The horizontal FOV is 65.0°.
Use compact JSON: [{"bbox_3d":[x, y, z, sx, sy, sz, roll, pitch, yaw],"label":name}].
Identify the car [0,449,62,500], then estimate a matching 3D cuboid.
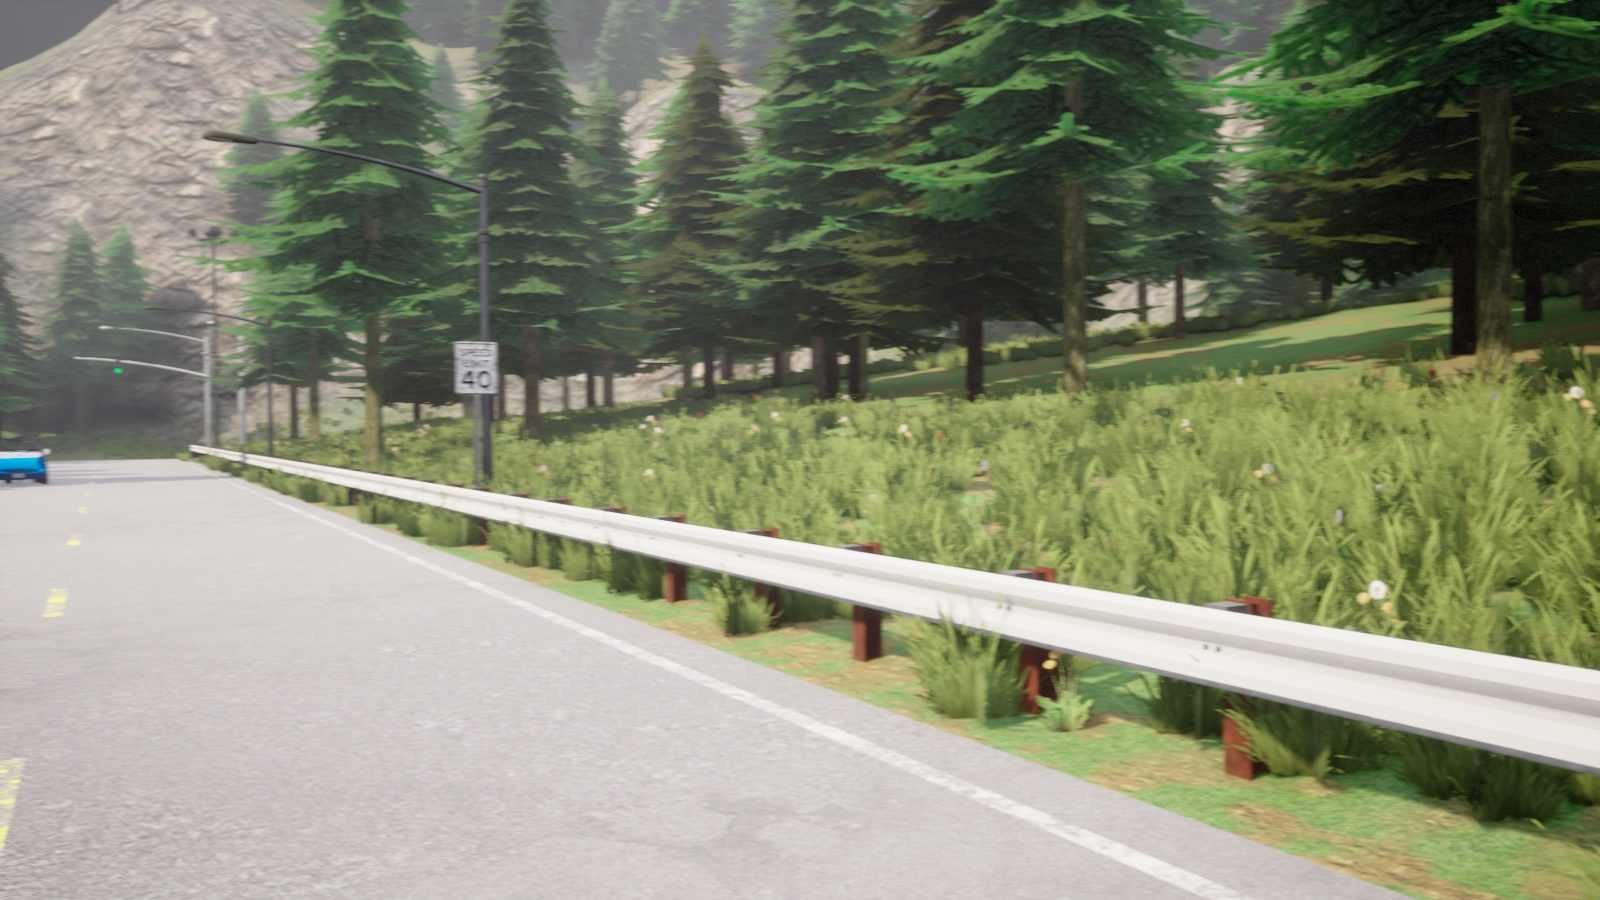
[{"bbox_3d":[-22.297,0.698,36.386,1.481,1.376,2.207,-2,1,-29],"label":"car"}]
